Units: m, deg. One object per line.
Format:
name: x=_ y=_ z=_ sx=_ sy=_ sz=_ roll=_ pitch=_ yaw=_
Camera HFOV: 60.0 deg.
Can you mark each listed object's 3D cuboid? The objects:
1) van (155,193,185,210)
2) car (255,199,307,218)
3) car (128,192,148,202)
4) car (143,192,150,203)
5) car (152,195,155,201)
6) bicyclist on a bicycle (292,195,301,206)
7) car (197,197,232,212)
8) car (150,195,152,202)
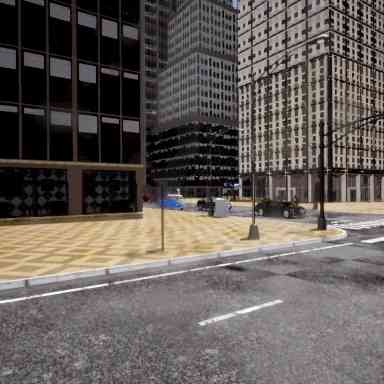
van: x=-2.376 y=1.211 z=39.539 sx=1.690 sy=1.788 sz=3.998 roll=0 pitch=0 yaw=-34
car: x=7.707 y=1.420 z=29.234 sx=1.837 sy=1.490 sz=4.892 roll=-1 pitch=1 yaw=-34
car: x=-10.939 y=0.983 z=67.179 sx=2.192 sy=1.841 sz=5.009 roll=0 pitch=0 yaw=-34
car: x=-7.837 y=1.239 z=62.590 sx=1.887 sy=1.381 sz=4.507 roll=0 pitch=0 yaw=-34
car: x=-3.219 y=1.349 z=45.420 sx=1.812 sy=1.442 sz=4.674 roll=-1 pitch=1 yaw=-34
bicyclist on a bicycle: x=12.012 y=1.119 z=38.461 sx=1.656 sy=1.620 sz=0.582 roll=-1 pitch=1 yaw=-34
car: x=2.432 y=1.362 z=37.042 sx=2.128 sy=1.511 sz=4.902 roll=-1 pitch=1 yaw=-34
car: x=-4.736 y=1.036 z=57.999 sx=2.192 sy=1.841 sz=5.009 roll=0 pitch=0 yaw=-34
